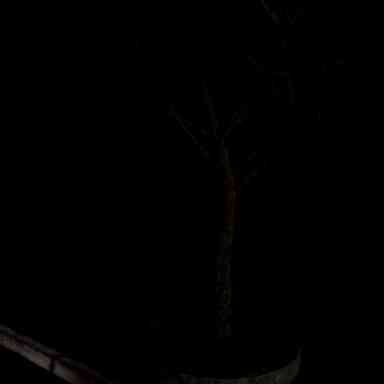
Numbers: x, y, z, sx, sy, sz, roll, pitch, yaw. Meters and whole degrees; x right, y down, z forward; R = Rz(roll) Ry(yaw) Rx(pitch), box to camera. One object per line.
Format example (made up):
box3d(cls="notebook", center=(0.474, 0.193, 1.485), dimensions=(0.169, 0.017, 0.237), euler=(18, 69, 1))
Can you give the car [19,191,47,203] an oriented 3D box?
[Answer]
box3d(cls="car", center=(-20.021, 0.922, 40.784), dimensions=(2.150, 2.045, 5.566), euler=(1, 0, 32))
